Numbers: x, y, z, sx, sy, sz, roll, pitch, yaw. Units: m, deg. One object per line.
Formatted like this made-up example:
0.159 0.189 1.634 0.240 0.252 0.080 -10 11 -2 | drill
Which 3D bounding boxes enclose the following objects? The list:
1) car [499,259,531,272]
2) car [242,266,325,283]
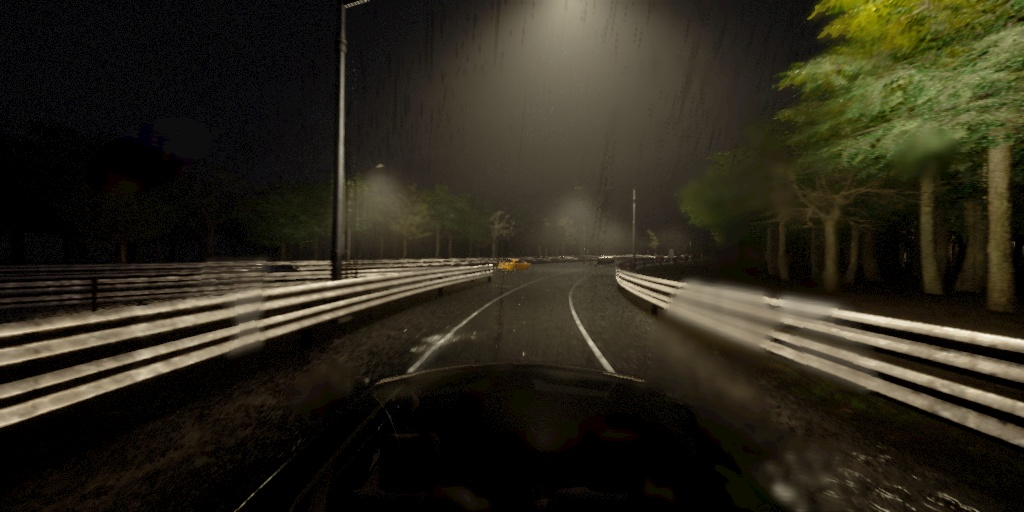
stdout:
0.448 1.121 43.411 1.882 1.535 5.008 1 1 37 | car
-14.710 1.378 23.334 1.812 1.442 4.674 1 1 37 | car
